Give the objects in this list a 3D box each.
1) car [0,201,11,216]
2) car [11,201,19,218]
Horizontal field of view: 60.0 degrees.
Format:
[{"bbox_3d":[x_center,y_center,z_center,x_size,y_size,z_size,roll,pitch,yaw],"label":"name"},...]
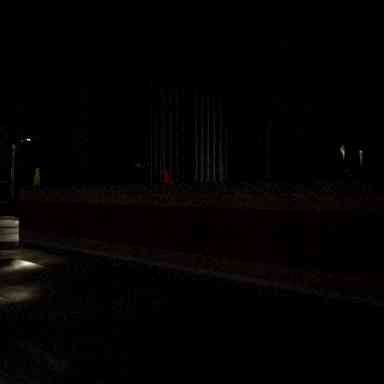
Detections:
[{"bbox_3d":[-16.423,1.547,29.102,2.128,1.511,4.902,0,0,37],"label":"car"},{"bbox_3d":[-12.265,1.603,28.823,2.033,1.411,5.357,0,0,37],"label":"car"}]
